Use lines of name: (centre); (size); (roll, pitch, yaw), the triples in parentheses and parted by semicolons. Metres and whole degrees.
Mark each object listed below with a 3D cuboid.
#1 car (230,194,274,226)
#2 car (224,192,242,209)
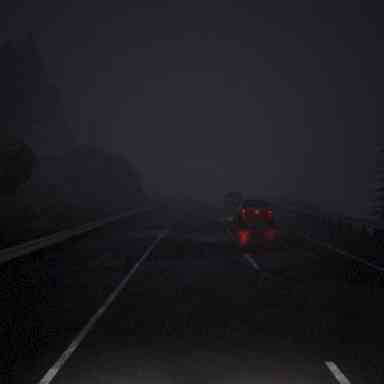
car: (3.988, 1.213, 22.196); (2.097, 1.767, 4.553); (0, 0, 2)
car: (5.098, 0.969, 40.147); (2.150, 2.045, 5.566); (0, 1, 5)
